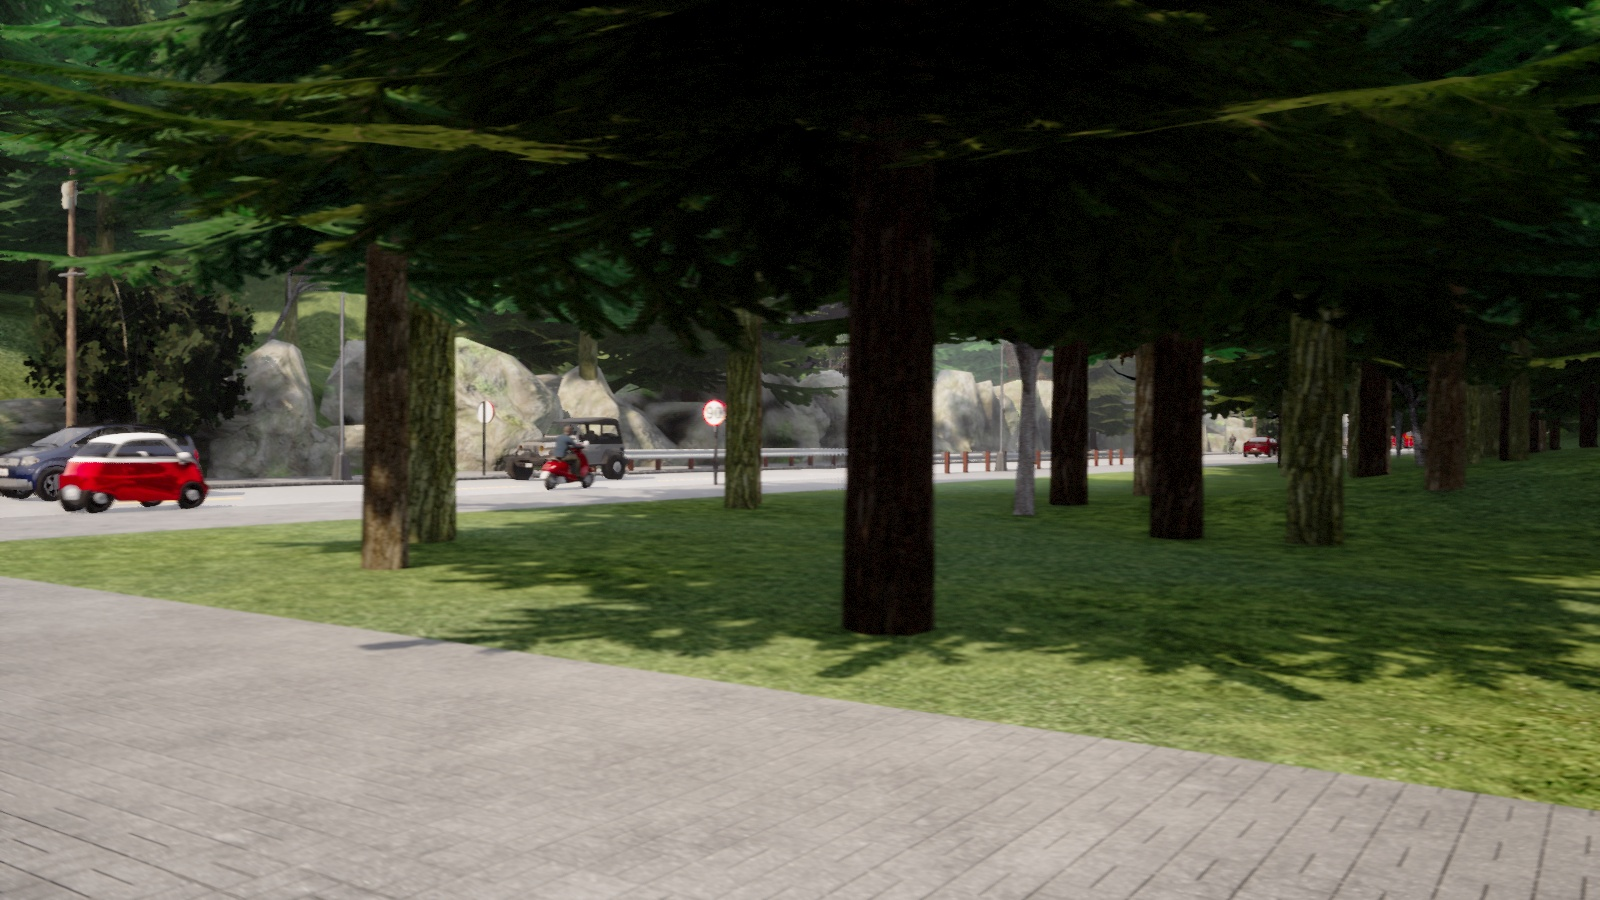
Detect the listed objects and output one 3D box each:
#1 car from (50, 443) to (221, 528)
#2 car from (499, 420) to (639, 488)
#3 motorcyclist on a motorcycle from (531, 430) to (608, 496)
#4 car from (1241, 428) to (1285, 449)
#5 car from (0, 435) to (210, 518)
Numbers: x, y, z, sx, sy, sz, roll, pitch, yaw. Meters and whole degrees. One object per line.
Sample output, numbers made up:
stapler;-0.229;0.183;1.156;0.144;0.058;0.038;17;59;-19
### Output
car;-11.738;0.589;22.244;1.481;1.376;2.207;0;1;31
car;-6.782;0.078;37.248;1.905;1.878;3.866;0;1;33
motorcyclist on a motorcycle;-5.759;0.307;31.514;0.866;1.590;1.817;0;1;33
car;33.704;-0.843;91.341;1.882;1.535;5.008;0;1;34
car;-14.350;0.489;25.711;1.789;1.549;3.705;0;1;33
